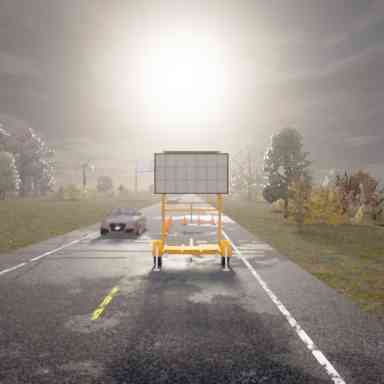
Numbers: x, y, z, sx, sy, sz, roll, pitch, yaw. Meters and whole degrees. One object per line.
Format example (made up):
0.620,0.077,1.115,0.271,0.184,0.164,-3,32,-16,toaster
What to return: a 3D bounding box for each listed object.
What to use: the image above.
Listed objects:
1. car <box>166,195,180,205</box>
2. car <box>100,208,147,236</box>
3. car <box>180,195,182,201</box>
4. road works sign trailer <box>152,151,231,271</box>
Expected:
-3.657,1.564,61.256,1.812,1.442,4.674,0,0,0,car
-3.628,1.566,18.200,1.994,1.385,4.181,0,0,0,car
-3.635,1.626,90.898,2.033,1.411,5.357,0,0,0,car
-0.016,0.465,10.902,2.380,3.560,2.880,0,0,0,road works sign trailer
